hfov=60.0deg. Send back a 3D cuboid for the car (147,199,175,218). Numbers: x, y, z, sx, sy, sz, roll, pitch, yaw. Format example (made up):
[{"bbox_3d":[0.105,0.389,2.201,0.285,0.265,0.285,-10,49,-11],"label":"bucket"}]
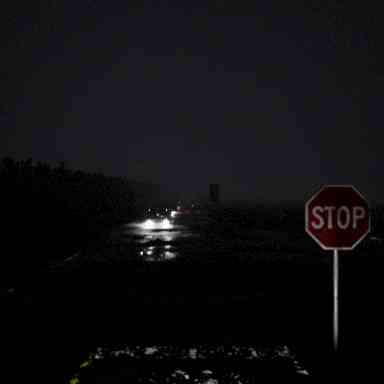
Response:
[{"bbox_3d":[-2.861,1.597,30.065,1.895,1.301,4.718,0,0,0],"label":"car"}]

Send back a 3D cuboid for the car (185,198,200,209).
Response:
[{"bbox_3d":[0.083,1.515,45.068,1.812,1.442,4.674,0,0,0],"label":"car"}]

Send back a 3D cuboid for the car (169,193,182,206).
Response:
[{"bbox_3d":[-2.854,1.206,54.626,2.150,2.045,5.566,0,0,0],"label":"car"}]

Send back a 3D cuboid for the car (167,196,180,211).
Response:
[{"bbox_3d":[-2.860,1.556,39.971,1.994,1.385,4.181,0,0,0],"label":"car"}]
